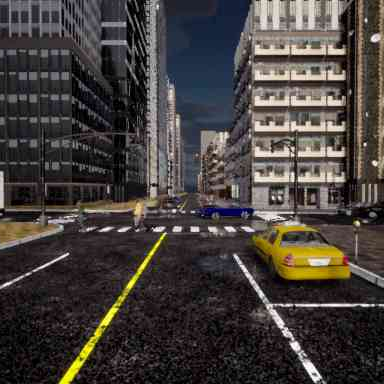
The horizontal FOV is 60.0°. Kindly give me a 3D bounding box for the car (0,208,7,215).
[{"bbox_3d":[-18.277,1.423,27.392,5.357,1.411,2.033,0,1,1],"label":"car"}]

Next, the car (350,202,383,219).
[{"bbox_3d":[17.475,1.603,30.021,5.008,1.535,1.882,0,1,1],"label":"car"}]

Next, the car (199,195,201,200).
[{"bbox_3d":[2.843,1.425,87.065,1.967,1.590,4.097,-1,0,0],"label":"car"}]

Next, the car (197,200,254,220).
[{"bbox_3d":[2.819,1.596,28.036,4.718,1.301,1.895,0,0,-28],"label":"car"}]

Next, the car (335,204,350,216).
[{"bbox_3d":[16.376,1.624,32.635,4.403,1.369,2.008,0,0,1],"label":"car"}]

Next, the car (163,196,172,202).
[{"bbox_3d":[-5.557,1.568,75.771,1.802,1.307,4.206,-1,0,0],"label":"car"}]

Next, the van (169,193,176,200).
[{"bbox_3d":[-5.528,1.325,92.736,1.690,1.788,3.998,-1,0,0],"label":"van"}]

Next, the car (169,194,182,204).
[{"bbox_3d":[-2.981,1.514,55.612,1.812,1.442,4.674,0,0,0],"label":"car"}]

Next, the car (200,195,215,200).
[{"bbox_3d":[2.779,1.539,53.138,2.008,1.369,4.403,-1,0,0],"label":"car"}]

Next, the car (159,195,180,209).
[{"bbox_3d":[-3.002,1.494,45.865,1.837,1.490,4.892,0,0,0],"label":"car"}]

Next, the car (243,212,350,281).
[{"bbox_3d":[2.825,1.523,9.698,1.752,1.417,4.829,-1,0,0],"label":"car"}]

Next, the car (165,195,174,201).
[{"bbox_3d":[-5.547,1.530,81.426,1.887,1.381,4.507,-1,0,0],"label":"car"}]

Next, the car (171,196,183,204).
[{"bbox_3d":[-2.911,1.534,65.998,2.033,1.411,5.357,0,0,0],"label":"car"}]

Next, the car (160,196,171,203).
[{"bbox_3d":[-5.568,1.531,70.117,1.887,1.381,4.507,-1,0,0],"label":"car"}]

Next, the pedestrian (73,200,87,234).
[{"bbox_3d":[-5.967,1.289,17.870,0.375,1.860,0.375,-1,1,0],"label":"pedestrian"}]

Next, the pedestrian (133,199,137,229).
[{"bbox_3d":[-3.001,1.289,19.062,0.375,1.860,0.375,-1,1,0],"label":"pedestrian"}]

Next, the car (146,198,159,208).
[{"bbox_3d":[-5.612,1.515,47.329,1.752,1.417,4.829,-1,0,0],"label":"car"}]

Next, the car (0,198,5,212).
[{"bbox_3d":[-21.598,1.276,33.206,4.829,1.417,1.752,0,0,1],"label":"car"}]

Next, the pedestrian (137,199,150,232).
[{"bbox_3d":[-2.676,1.289,18.407,0.375,1.860,0.375,-1,1,0],"label":"pedestrian"}]

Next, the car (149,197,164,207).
[{"bbox_3d":[-5.601,1.554,53.153,1.947,1.339,4.313,-1,0,0],"label":"car"}]
